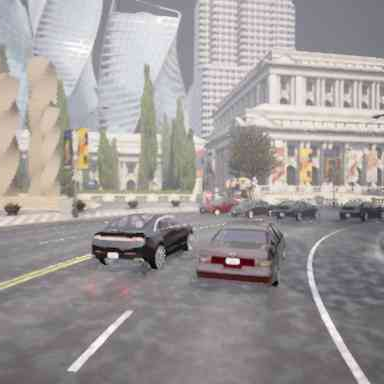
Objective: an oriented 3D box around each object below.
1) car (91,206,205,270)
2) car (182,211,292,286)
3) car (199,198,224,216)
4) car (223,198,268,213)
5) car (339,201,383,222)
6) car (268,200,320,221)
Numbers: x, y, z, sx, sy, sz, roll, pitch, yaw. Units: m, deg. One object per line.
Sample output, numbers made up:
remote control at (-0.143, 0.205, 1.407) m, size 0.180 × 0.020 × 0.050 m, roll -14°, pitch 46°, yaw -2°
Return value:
car at (-1.336, 1.424, 10.949) m, size 2.128 × 1.511 × 4.902 m, roll 0°, pitch 0°, yaw 17°
car at (1.637, 1.508, 9.448) m, size 2.033 × 1.411 × 5.357 m, roll 0°, pitch 0°, yaw 18°
car at (2.728, 1.337, 31.022) m, size 5.008 × 1.535 × 1.882 m, roll 0°, pitch 0°, yaw -45°
car at (5.186, 1.427, 28.531) m, size 4.892 × 1.490 × 1.837 m, roll 0°, pitch 0°, yaw -45°
car at (13.334, 1.460, 25.995) m, size 4.892 × 1.490 × 1.837 m, roll 0°, pitch 0°, yaw -39°
car at (8.371, 1.424, 26.300) m, size 4.892 × 1.490 × 1.837 m, roll 0°, pitch 0°, yaw -45°
